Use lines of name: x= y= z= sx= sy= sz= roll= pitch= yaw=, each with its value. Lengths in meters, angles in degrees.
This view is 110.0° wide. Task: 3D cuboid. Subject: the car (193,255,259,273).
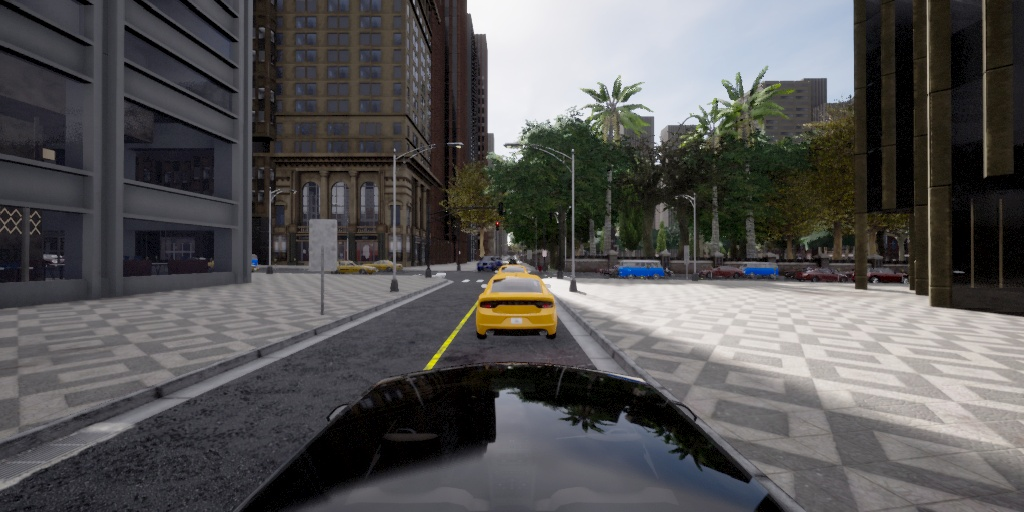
car: x=-26.319 y=0.867 z=33.408 sx=4.829 sy=1.417 sz=1.751 roll=0 pitch=0 yaw=0

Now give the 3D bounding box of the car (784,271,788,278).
car: x=33.042 y=1.904 z=38.901 sx=5.357 sy=1.411 sz=2.033 roll=1 pitch=0 yaw=1

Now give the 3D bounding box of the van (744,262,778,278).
van: x=28.550 y=1.638 z=41.598 sx=3.998 sy=1.789 sz=1.690 roll=0 pitch=0 yaw=0

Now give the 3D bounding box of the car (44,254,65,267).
car: x=-43.501 y=0.507 z=33.513 sx=4.097 sy=1.591 sz=1.967 roll=0 pitch=0 yaw=0

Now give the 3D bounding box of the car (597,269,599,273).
car: x=11.980 y=1.605 z=41.700 sx=4.207 sy=1.307 sz=1.802 roll=0 pitch=0 yaw=0

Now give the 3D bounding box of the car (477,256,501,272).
car: x=-3.232 y=1.017 z=47.715 sx=2.150 sy=2.045 sz=5.566 roll=0 pitch=0 yaw=4

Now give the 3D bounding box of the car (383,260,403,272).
car: x=-15.276 y=1.101 z=41.866 sx=4.829 sy=1.417 sz=1.751 roll=0 pitch=0 yaw=0

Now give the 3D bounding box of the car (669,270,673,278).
car: x=13.752 y=1.547 z=36.185 sx=4.674 sy=1.442 sz=1.812 roll=1 pitch=0 yaw=5

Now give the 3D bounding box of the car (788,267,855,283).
car: x=28.509 y=1.830 z=33.073 sx=4.207 sy=1.307 sz=1.802 roll=0 pitch=0 yaw=0

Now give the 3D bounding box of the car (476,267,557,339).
car: x=0.111 y=1.230 z=10.124 sx=1.882 sy=1.535 sz=5.008 roll=0 pitch=0 yaw=0

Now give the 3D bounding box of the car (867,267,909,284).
car: x=34.032 y=1.779 z=33.039 sx=4.097 sy=1.591 sz=1.967 roll=0 pitch=0 yaw=0

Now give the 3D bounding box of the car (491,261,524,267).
car: x=0.040 y=1.235 z=20.184 sx=1.882 sy=1.535 sz=5.008 roll=0 pitch=0 yaw=0

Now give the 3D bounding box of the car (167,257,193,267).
car: x=-37.786 y=0.774 z=42.004 sx=4.313 sy=1.339 sz=1.948 roll=0 pitch=0 yaw=0

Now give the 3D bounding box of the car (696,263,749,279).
car: x=22.598 y=1.710 z=38.974 sx=4.674 sy=1.442 sz=1.812 roll=1 pitch=0 yaw=0

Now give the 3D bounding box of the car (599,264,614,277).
car: x=12.638 y=1.567 z=39.035 sx=5.357 sy=1.411 sz=2.033 roll=1 pitch=0 yaw=0

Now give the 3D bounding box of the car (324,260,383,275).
car: x=-14.978 y=1.052 z=33.339 sx=4.829 sy=1.417 sz=1.751 roll=0 pitch=0 yaw=0

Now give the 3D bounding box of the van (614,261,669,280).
van: x=11.939 y=1.315 z=33.174 sx=3.998 sy=1.789 sz=1.690 roll=0 pitch=0 yaw=0
